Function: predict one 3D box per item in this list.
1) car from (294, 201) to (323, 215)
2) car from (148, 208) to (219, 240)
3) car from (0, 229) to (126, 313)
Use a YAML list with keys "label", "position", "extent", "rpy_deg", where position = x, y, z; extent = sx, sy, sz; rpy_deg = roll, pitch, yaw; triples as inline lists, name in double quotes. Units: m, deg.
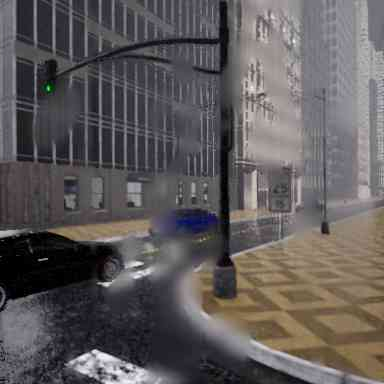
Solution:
- label: "car"
  position: [12.841, 1.670, 36.255]
  extent: [2.033, 1.411, 5.357]
  rpy_deg: [-1, -1, 35]
- label: "car"
  position: [-0.282, 1.613, 17.676]
  extent: [1.812, 1.442, 4.674]
  rpy_deg: [-1, 0, 35]
- label: "car"
  position: [-3.631, 1.576, 7.596]
  extent: [1.812, 1.442, 4.674]
  rpy_deg: [0, 0, 35]
